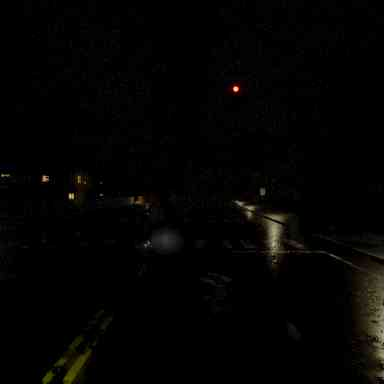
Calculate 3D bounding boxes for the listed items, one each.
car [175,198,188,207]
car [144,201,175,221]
[{"bbox_3d":[-1.643,1.627,51.889,2.033,1.411,5.357,0,0,3],"label":"car"},{"bbox_3d":[-2.758,1.591,27.549,1.837,1.490,4.892,0,0,2],"label":"car"}]
